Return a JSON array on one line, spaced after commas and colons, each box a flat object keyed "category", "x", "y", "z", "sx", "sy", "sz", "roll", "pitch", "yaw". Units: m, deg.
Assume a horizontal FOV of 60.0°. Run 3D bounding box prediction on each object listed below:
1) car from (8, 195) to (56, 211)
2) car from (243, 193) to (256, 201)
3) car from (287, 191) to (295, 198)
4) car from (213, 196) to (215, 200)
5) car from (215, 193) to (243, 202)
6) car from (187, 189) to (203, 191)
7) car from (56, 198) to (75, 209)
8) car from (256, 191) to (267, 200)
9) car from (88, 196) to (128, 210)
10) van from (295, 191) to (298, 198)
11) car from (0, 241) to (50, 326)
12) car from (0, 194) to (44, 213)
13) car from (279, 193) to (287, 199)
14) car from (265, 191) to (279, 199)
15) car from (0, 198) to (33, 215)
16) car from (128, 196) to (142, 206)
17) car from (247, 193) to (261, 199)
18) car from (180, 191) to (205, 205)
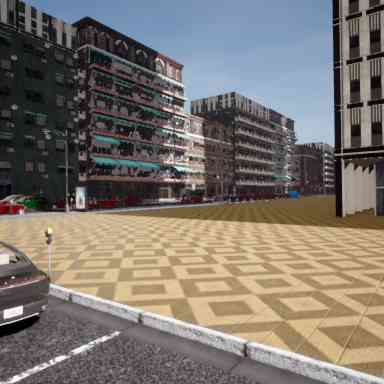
[{"category": "car", "x": -17.631, "y": 1.227, "z": 35.774, "sx": 2.097, "sy": 1.767, "sz": 4.553, "roll": -1, "pitch": 0, "yaw": 36}, {"category": "car", "x": 9.909, "y": 1.048, "z": 63.742, "sx": 1.887, "sy": 1.381, "sz": 4.507, "roll": -1, "pitch": 0, "yaw": 36}, {"category": "car", "x": 22.925, "y": 0.931, "z": 81.616, "sx": 1.802, "sy": 1.307, "sz": 4.206, "roll": -1, "pitch": 0, "yaw": 36}, {"category": "car", "x": 6.388, "y": 1.028, "z": 73.144, "sx": 1.967, "sy": 1.590, "sz": 4.097, "roll": -1, "pitch": 0, "yaw": 36}, {"category": "car", "x": 6.655, "y": 1.093, "z": 59.274, "sx": 2.008, "sy": 1.369, "sz": 4.403, "roll": -1, "pitch": 0, "yaw": 36}, {"category": "car", "x": 0.167, "y": 0.528, "z": 60.059, "sx": 2.150, "sy": 2.045, "sz": 5.566, "roll": -1, "pitch": 0, "yaw": 36}, {"category": "car", "x": -16.388, "y": 1.415, "z": 41.868, "sx": 1.887, "sy": 1.381, "sz": 4.507, "roll": -1, "pitch": 0, "yaw": 36}, {"category": "car", "x": 13.163, "y": 1.046, "z": 68.210, "sx": 1.802, "sy": 1.307, "sz": 4.206, "roll": -1, "pitch": 0, "yaw": 36}, {"category": "car", "x": -9.616, "y": 1.186, "z": 36.933, "sx": 1.967, "sy": 1.590, "sz": 4.097, "roll": -1, "pitch": 0, "yaw": 36}, {"category": "van", "x": 26.176, "y": 0.654, "z": 86.084, "sx": 1.690, "sy": 1.788, "sz": 3.998, "roll": -1, "pitch": 0, "yaw": 36}, {"category": "car", "x": -4.419, "y": 1.553, "z": 6.221, "sx": 4.403, "sy": 1.369, "sz": 2.008, "roll": 0, "pitch": -1, "yaw": 36}, {"category": "car", "x": -19.644, "y": 1.228, "z": 37.399, "sx": 2.192, "sy": 1.841, "sz": 5.009, "roll": -1, "pitch": 0, "yaw": 36}, {"category": "car", "x": 19.670, "y": 0.938, "z": 77.147, "sx": 2.008, "sy": 1.369, "sz": 4.403, "roll": -1, "pitch": 0, "yaw": 36}, {"category": "car", "x": 16.414, "y": 0.740, "z": 72.679, "sx": 2.192, "sy": 1.841, "sz": 5.009, "roll": -1, "pitch": 0, "yaw": 36}, {"category": "car", "x": -16.122, "y": 1.413, "z": 27.996, "sx": 1.802, "sy": 1.307, "sz": 4.206, "roll": -1, "pitch": 0, "yaw": 36}, {"category": "car", "x": -9.184, "y": 1.292, "z": 47.373, "sx": 1.812, "sy": 1.442, "sz": 4.674, "roll": -1, "pitch": 0, "yaw": 36}, {"category": "car", "x": 16.152, "y": 1.040, "z": 86.550, "sx": 1.947, "sy": 1.339, "sz": 4.313, "roll": -1, "pitch": 0, "yaw": 36}, {"category": "car", "x": 0.146, "y": 1.062, "z": 50.338, "sx": 1.967, "sy": 1.590, "sz": 4.097, "roll": -1, "pitch": 0, "yaw": 36}]
